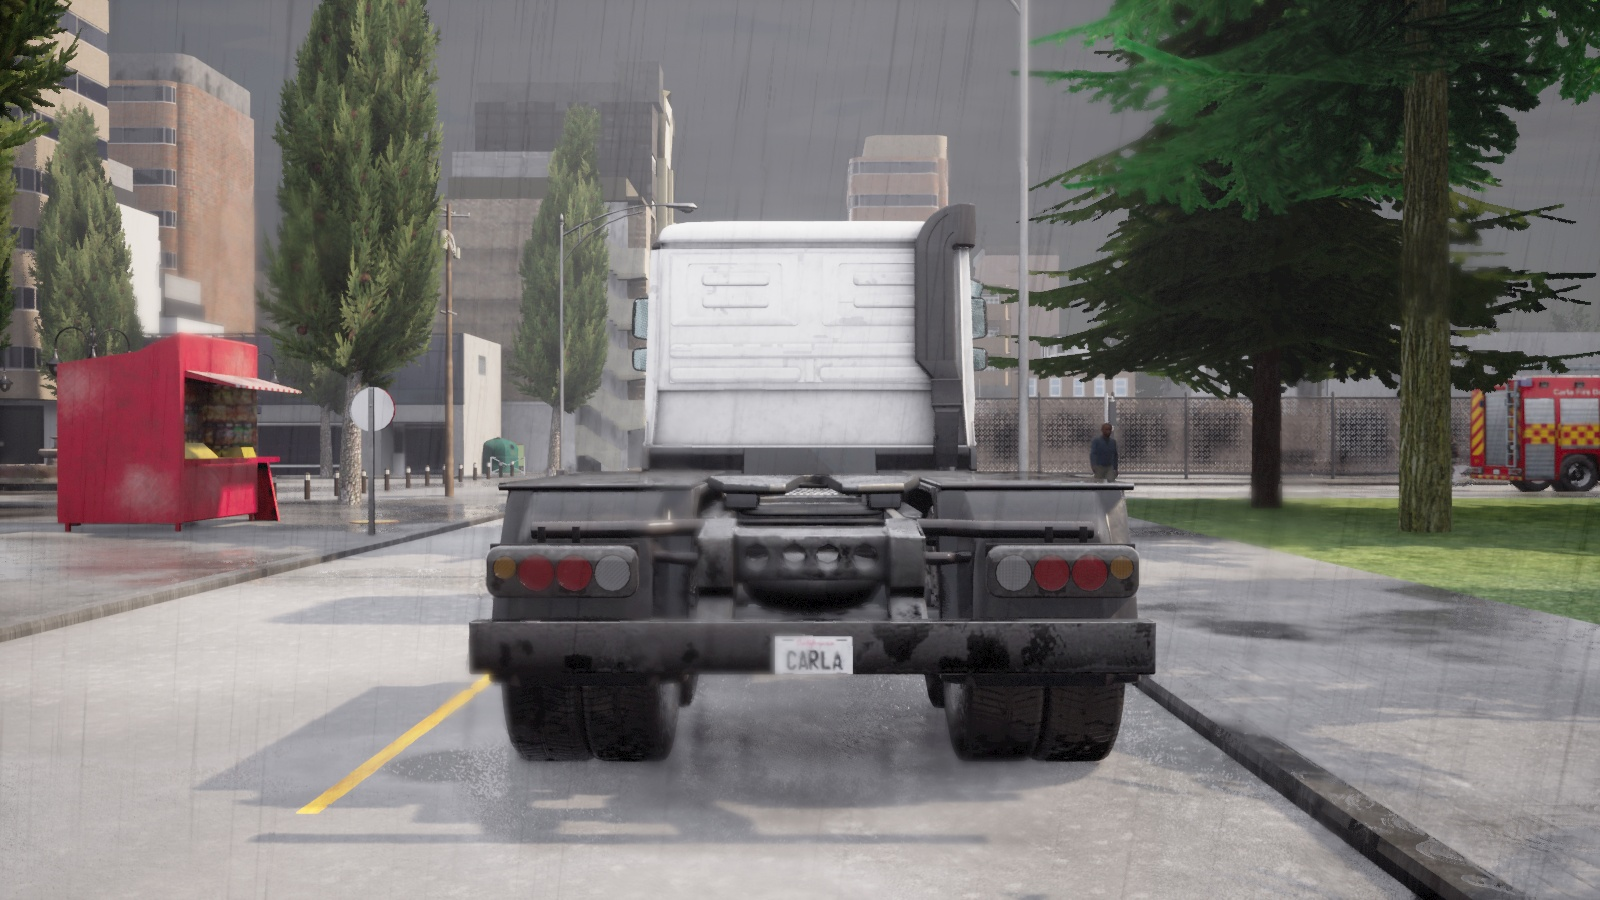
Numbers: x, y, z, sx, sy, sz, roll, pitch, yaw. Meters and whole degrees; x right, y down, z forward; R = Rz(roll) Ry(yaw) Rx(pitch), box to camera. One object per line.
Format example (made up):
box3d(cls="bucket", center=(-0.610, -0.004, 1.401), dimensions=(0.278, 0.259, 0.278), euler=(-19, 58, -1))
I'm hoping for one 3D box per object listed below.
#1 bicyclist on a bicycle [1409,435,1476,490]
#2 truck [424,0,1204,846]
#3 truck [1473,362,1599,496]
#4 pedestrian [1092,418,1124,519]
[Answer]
box3d(cls="bicyclist on a bicycle", center=(21.143, 0.400, 41.351), dimensions=(1.843, 1.776, 0.659), euler=(0, 0, 0))
box3d(cls="truck", center=(0.072, -0.284, 8.629), dimensions=(2.891, 3.462, 7.936), euler=(0, 0, 0))
box3d(cls="truck", center=(25.036, -0.608, 37.322), dimensions=(8.468, 3.827, 2.891), euler=(0, 0, 0))
box3d(cls="pedestrian", center=(5.649, 0.330, 23.067), dimensions=(0.370, 1.835, 0.726), euler=(0, 0, -4))
